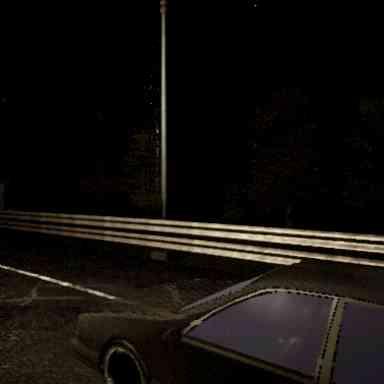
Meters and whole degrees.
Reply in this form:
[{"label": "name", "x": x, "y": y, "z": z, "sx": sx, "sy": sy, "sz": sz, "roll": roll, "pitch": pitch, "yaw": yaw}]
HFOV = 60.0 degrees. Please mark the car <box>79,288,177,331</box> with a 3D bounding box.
[{"label": "car", "x": 1.213, "y": 1.356, "z": 2.781, "sx": 5.357, "sy": 1.411, "sz": 2.033, "roll": 0, "pitch": 0, "yaw": 38}]
